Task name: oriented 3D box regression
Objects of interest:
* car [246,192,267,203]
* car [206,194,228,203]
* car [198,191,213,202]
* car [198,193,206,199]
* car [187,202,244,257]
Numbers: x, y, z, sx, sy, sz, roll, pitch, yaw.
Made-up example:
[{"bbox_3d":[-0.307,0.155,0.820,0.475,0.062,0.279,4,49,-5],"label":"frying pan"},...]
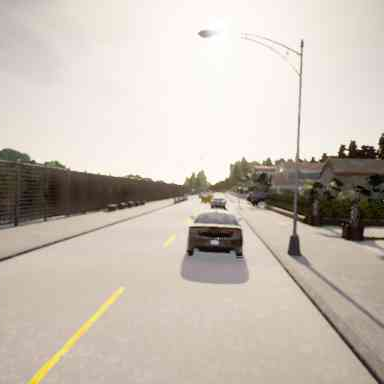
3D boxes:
[{"bbox_3d":[12.505,1.111,59.100,5.566,2.045,2.150,1,4,8],"label":"car"},{"bbox_3d":[3.077,1.313,39.342,2.033,1.411,5.357,2,1,5],"label":"car"},{"bbox_3d":[3.783,1.127,55.459,1.882,1.535,5.008,1,2,-42],"label":"car"},{"bbox_3d":[2.477,0.898,81.211,1.812,1.442,4.674,2,1,5],"label":"car"},{"bbox_3d":[0.910,1.397,12.791,1.882,1.535,5.008,2,1,5],"label":"car"}]
